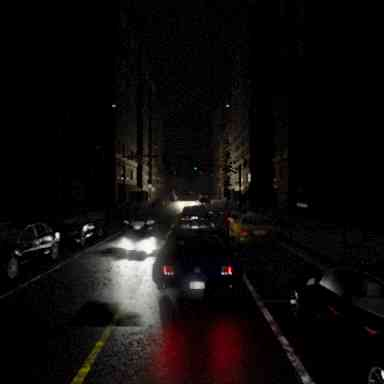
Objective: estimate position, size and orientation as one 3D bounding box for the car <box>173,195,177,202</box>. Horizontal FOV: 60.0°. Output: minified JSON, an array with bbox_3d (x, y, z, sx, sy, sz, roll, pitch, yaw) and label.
[{"bbox_3d":[-5.172,1.785,79.767,1.947,1.339,4.313,0,0,0],"label":"car"}]

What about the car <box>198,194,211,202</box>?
[{"bbox_3d":[2.823,1.634,68.830,1.967,1.590,4.097,0,0,0],"label":"car"}]

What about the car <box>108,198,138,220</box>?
[{"bbox_3d":[-5.319,1.393,26.035,2.192,1.841,5.009,0,0,0],"label":"car"}]

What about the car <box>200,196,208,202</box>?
[{"bbox_3d":[2.853,1.660,79.739,1.967,1.590,4.097,0,0,0],"label":"car"}]

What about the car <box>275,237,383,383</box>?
[{"bbox_3d":[2.647,1.581,4.352,1.947,1.339,4.313,0,0,0],"label":"car"}]

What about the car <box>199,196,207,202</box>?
[{"bbox_3d":[2.868,1.777,85.193,1.887,1.381,4.507,0,0,0],"label":"car"}]

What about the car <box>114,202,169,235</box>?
[{"bbox_3d":[-2.761,1.552,19.361,2.128,1.511,4.902,0,0,1],"label":"car"}]

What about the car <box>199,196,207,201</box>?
[{"bbox_3d":[2.883,1.796,90.647,2.008,1.369,4.403,0,0,0],"label":"car"}]

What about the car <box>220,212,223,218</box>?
[{"bbox_3d":[2.691,1.644,20.590,1.802,1.307,4.206,0,0,0],"label":"car"}]

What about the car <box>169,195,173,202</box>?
[{"bbox_3d":[-5.217,1.705,63.235,1.752,1.417,4.829,0,0,0],"label":"car"}]

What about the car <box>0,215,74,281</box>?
[{"bbox_3d":[-5.363,1.582,9.796,2.008,1.369,4.403,0,0,0],"label":"car"}]

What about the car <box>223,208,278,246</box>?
[{"bbox_3d":[2.677,1.573,15.348,1.752,1.417,4.829,0,0,0],"label":"car"}]

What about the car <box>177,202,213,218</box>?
[{"bbox_3d":[0.154,1.566,19.589,1.837,1.490,4.892,0,0,0],"label":"car"}]

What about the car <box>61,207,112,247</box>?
[{"bbox_3d":[-5.348,1.598,15.209,2.008,1.369,4.403,0,0,0],"label":"car"}]

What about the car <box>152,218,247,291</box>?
[{"bbox_3d":[0.125,1.631,9.035,1.895,1.301,4.718,0,0,0],"label":"car"}]

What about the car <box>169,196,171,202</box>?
[{"bbox_3d":[-5.232,1.711,57.952,1.887,1.381,4.507,0,0,0],"label":"car"}]

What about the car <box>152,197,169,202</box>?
[{"bbox_3d":[-5.247,1.702,52.497,2.008,1.369,4.403,0,0,0],"label":"car"}]
